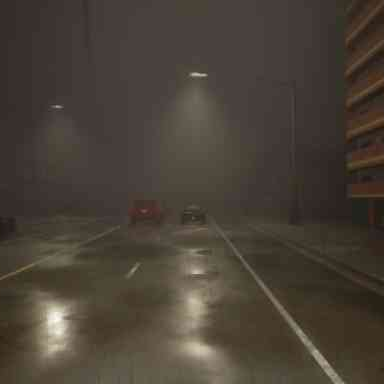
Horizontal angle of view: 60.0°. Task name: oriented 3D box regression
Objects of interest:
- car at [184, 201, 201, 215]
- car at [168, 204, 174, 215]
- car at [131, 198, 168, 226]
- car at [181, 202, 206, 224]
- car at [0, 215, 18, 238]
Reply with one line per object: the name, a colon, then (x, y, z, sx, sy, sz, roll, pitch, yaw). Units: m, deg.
car: (0.098, 2.068, 43.028, 2.097, 1.767, 4.553, 0, -2, 0)
car: (-3.401, 2.252, 43.313, 1.812, 1.442, 4.674, 0, -3, 0)
car: (-3.394, 1.485, 26.253, 2.150, 2.045, 5.566, 0, 0, 0)
car: (0.106, 1.769, 27.167, 2.128, 1.511, 4.902, 0, -1, 0)
car: (-10.537, 1.715, 16.023, 2.033, 1.411, 5.357, 0, 1, 0)
